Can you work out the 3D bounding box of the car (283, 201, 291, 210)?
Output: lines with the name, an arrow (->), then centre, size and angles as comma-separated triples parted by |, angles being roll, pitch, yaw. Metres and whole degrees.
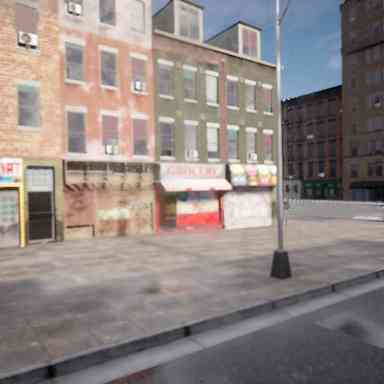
car -> 9.071, 1.314, 37.555 | 1.994, 1.385, 4.181 | -2, 2, -36
